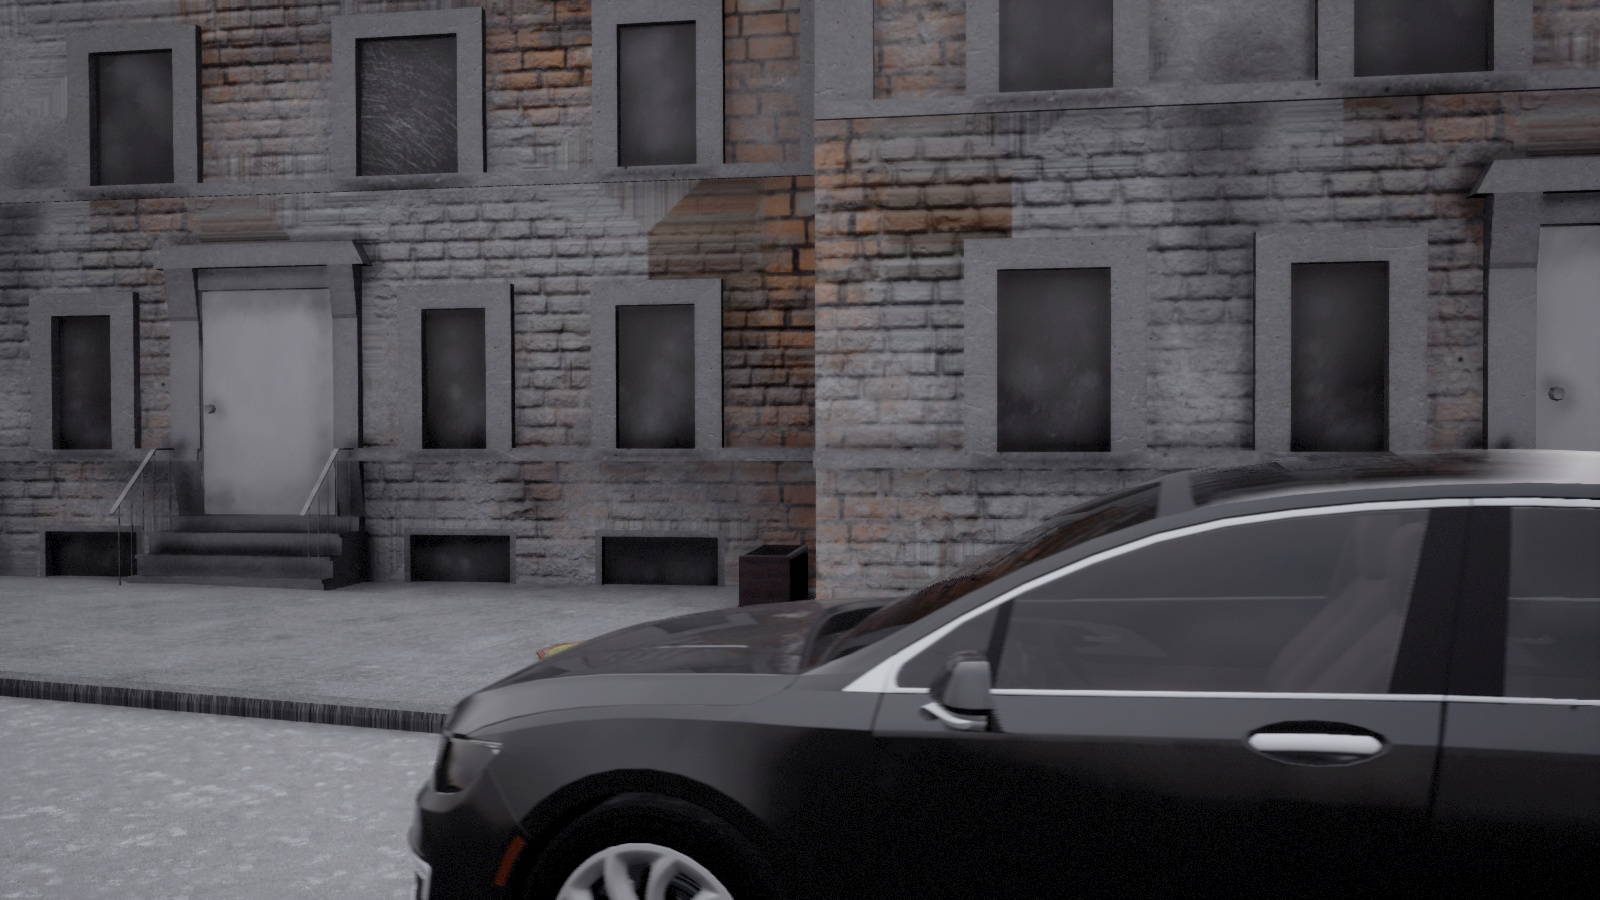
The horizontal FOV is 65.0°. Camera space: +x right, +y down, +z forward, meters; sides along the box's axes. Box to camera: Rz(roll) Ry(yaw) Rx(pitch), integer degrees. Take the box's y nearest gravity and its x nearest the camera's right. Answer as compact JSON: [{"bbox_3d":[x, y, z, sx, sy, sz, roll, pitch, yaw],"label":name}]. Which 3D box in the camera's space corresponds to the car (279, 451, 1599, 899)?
[{"bbox_3d":[1.287,0.784,3.287,4.892,1.490,1.837,1,1,19],"label":"car"}]
